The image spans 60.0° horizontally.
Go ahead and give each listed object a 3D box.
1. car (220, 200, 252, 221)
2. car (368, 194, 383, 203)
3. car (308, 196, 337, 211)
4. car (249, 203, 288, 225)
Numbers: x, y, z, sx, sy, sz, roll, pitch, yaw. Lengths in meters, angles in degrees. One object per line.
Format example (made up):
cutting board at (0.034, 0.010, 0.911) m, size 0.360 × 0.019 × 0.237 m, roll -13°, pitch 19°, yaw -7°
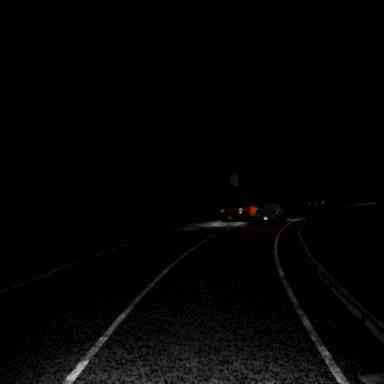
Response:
car at (4.038, 1.506, 28.473) m, size 2.097 × 1.767 × 4.553 m, roll -2°, pitch -1°, yaw 28°
car at (32.209, 1.066, 57.030) m, size 4.718 × 1.301 × 1.895 m, roll -4°, pitch -3°, yaw -32°
car at (15.277, 1.264, 38.929) m, size 2.097 × 1.767 × 4.553 m, roll -5°, pitch -2°, yaw 40°
car at (5.830, 1.548, 24.412) m, size 1.812 × 1.442 × 4.674 m, roll -2°, pitch -1°, yaw 23°
